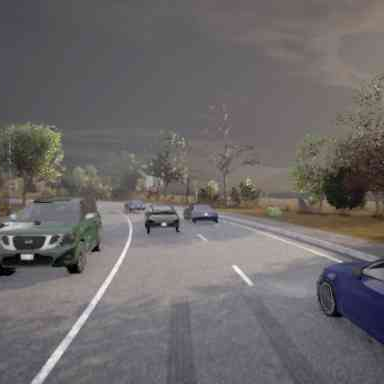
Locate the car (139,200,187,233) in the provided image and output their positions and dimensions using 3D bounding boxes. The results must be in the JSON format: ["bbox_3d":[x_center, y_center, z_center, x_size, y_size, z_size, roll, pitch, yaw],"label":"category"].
[{"bbox_3d":[-1.883,1.471,19.800,2.128,1.511,4.902,0,0,-10],"label":"car"}]

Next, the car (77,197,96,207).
[{"bbox_3d":[-16.437,1.508,51.721,2.033,1.411,5.357,0,0,-26],"label":"car"}]

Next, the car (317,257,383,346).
[{"bbox_3d":[3.361,1.509,4.433,1.812,1.442,4.674,0,0,-3],"label":"car"}]

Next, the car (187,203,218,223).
[{"bbox_3d":[0.564,1.532,25.281,1.994,1.385,4.181,0,0,-12],"label":"car"}]

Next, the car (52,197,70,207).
[{"bbox_3d":[-20.239,1.509,51.390,2.033,1.411,5.357,0,0,-27],"label":"car"}]

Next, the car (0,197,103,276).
[{"bbox_3d":[-4.296,1.219,10.812,2.150,2.045,5.566,0,0,-6],"label":"car"}]

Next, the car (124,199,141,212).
[{"bbox_3d":[-6.505,1.514,37.707,2.033,1.411,5.357,0,0,-19],"label":"car"}]
